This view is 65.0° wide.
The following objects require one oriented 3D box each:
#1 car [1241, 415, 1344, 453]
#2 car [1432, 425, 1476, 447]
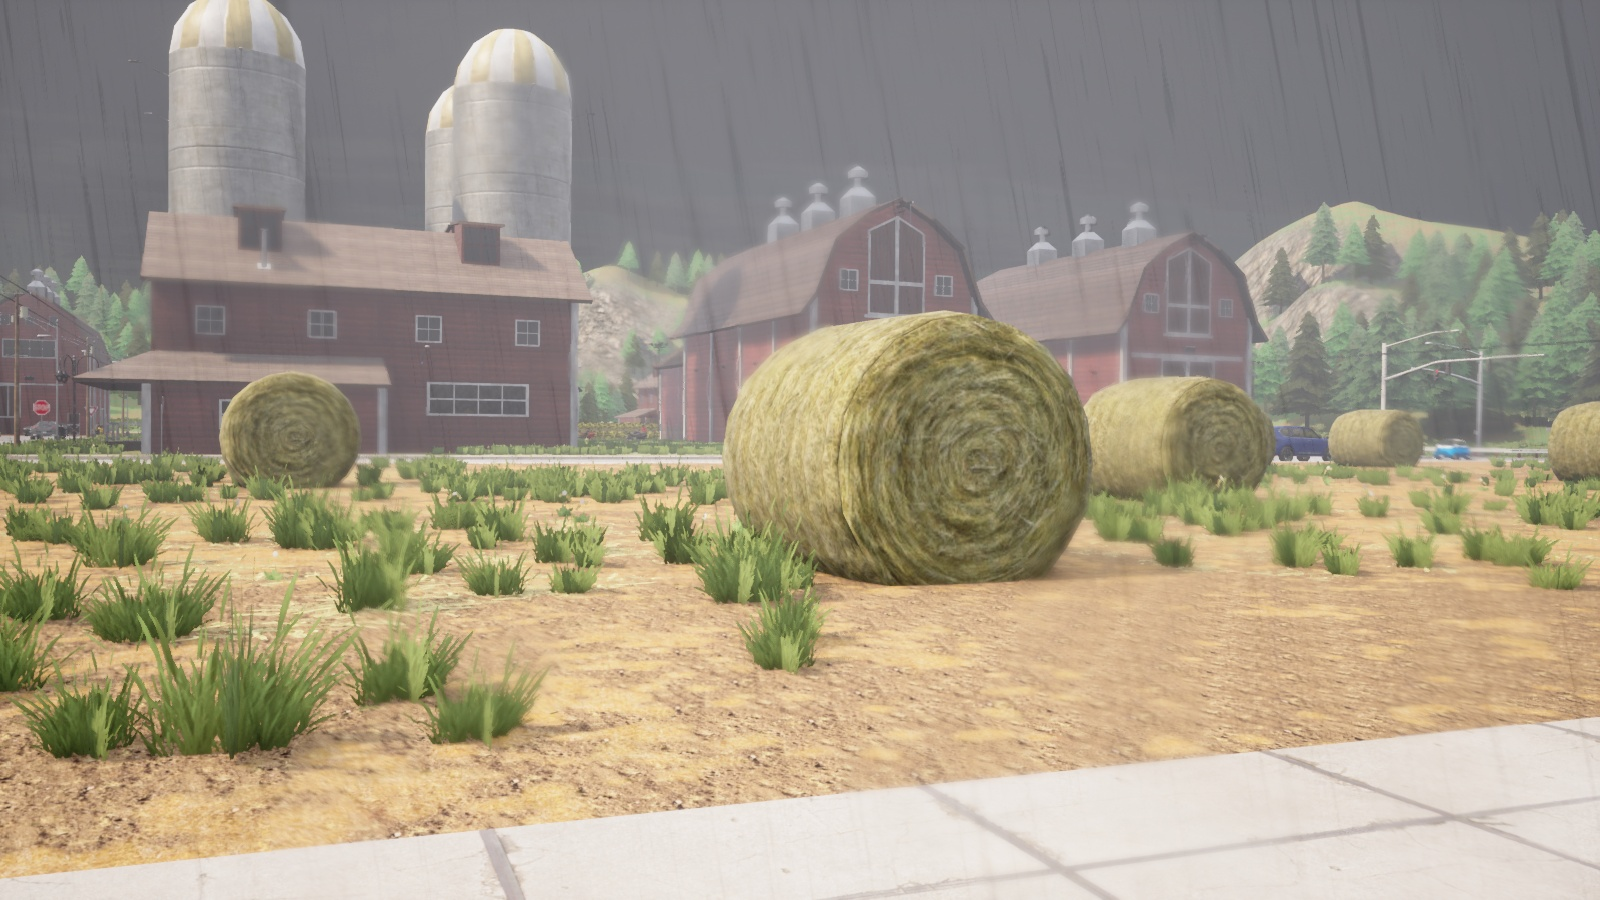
[{"bbox_3d":[27.680,-0.921,70.506,5.566,2.045,2.150,-1,1,-25],"label":"car"},{"bbox_3d":[42.193,-0.914,81.053,2.207,1.376,1.481,-1,1,-25],"label":"car"}]
